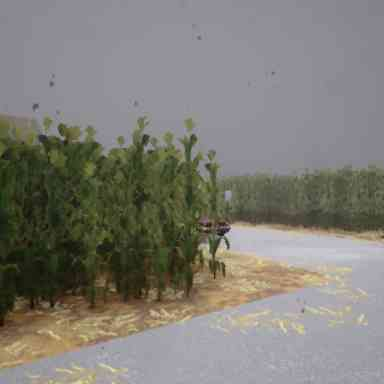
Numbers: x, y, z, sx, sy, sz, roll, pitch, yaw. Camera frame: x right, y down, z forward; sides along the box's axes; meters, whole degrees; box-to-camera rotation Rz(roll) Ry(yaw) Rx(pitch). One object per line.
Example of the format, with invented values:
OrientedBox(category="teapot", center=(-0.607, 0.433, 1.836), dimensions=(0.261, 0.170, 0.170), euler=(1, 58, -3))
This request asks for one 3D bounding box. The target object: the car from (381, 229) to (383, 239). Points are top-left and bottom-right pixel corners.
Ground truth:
OrientedBox(category="car", center=(10.172, 1.642, 13.168), dimensions=(4.718, 1.301, 1.895), euler=(0, 0, -6))
